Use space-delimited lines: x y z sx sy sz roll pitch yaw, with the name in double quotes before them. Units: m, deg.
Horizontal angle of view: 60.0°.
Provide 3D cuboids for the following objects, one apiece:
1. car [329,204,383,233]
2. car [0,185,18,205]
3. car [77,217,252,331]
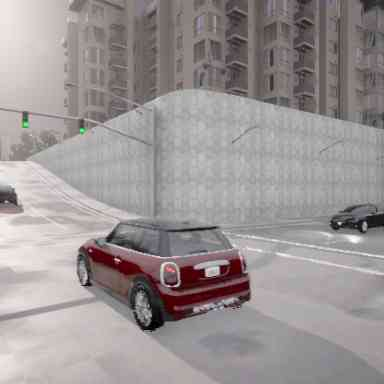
"car" 10.164 1.502 19.853 4.892 1.490 1.837 0 0 -36
"car" -16.375 0.150 28.793 1.837 1.490 4.892 0 8 -36
"car" -0.901 1.350 7.275 2.097 1.767 4.553 0 0 -36
